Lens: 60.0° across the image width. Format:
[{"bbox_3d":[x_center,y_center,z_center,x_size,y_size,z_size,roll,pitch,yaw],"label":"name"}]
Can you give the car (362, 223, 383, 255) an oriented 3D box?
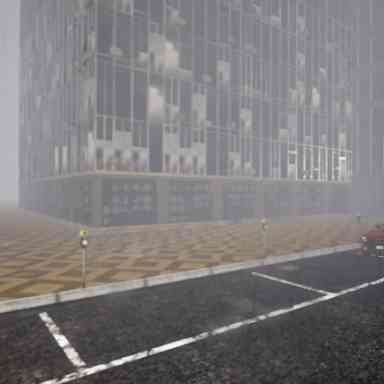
[{"bbox_3d":[8.028,1.600,12.285,4.507,1.381,1.887,0,0,-36],"label":"car"}]
